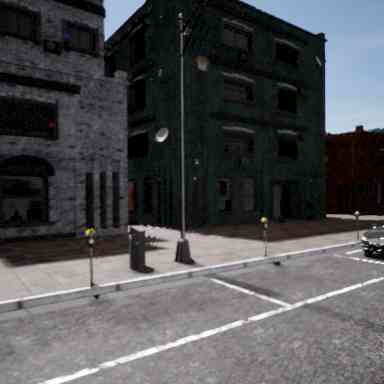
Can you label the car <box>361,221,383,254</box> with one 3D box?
[{"bbox_3d":[7.910,1.528,12.200,4.403,1.369,2.008,0,0,-35],"label":"car"}]
